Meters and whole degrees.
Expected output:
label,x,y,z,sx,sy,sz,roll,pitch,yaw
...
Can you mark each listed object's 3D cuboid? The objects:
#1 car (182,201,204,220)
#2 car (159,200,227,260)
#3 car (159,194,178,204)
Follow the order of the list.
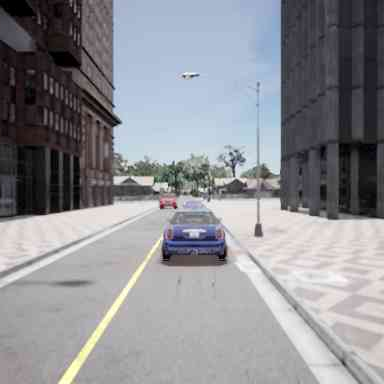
label,x,y,z,sx,sy,sz,roll,pitch,yaw
car,0.087,1.525,29.089,1.812,1.442,4.674,0,0,0
car,0.083,1.354,12.545,2.097,1.767,4.553,0,0,0
car,-3.085,1.232,44.355,2.150,2.045,5.566,0,0,0
